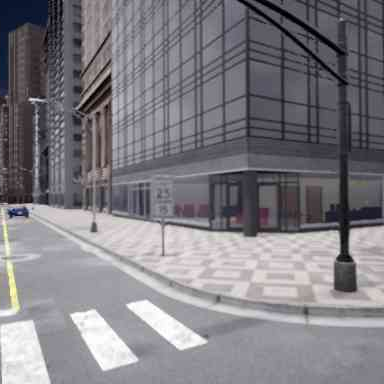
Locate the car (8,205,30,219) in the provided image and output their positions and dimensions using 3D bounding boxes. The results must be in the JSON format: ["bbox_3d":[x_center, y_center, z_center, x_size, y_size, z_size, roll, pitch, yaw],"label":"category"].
[{"bbox_3d":[-20.089,2.243,38.749,1.882,1.535,5.008,0,-1,-29],"label":"car"}]

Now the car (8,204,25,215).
[{"bbox_3d":[-25.057,2.506,47.411,1.994,1.385,4.181,0,-1,-30],"label":"car"}]
